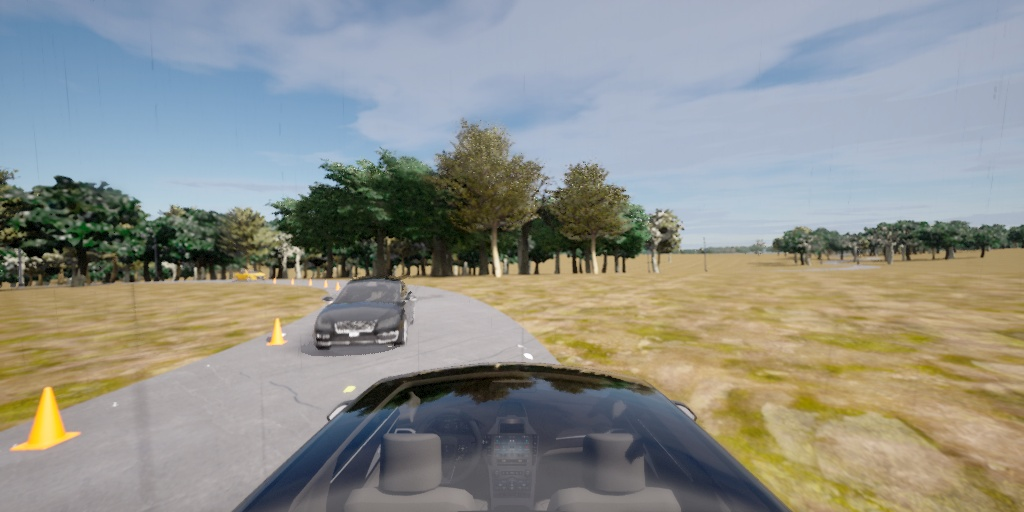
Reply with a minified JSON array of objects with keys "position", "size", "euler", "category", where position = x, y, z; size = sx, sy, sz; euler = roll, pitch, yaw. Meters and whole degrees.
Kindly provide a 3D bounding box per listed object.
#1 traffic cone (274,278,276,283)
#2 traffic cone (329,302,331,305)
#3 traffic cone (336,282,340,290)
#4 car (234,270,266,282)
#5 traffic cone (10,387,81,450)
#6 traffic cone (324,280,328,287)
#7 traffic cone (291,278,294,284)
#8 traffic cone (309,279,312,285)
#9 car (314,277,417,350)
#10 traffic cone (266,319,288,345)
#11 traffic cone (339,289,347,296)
[{"position":[-26.081,2.709,39.426],"size":[0.340,0.580,0.340],"euler":[0,0,38],"category":"traffic cone"},{"position":[-6.674,1.884,13.174],"size":[0.340,0.580,0.340],"euler":[0,0,-16],"category":"traffic cone"},{"position":[-12.608,2.162,25.960],"size":[0.340,0.580,0.340],"euler":[0,0,-34],"category":"traffic cone"},{"position":[-35.169,2.687,48.116],"size":[5.008,1.535,1.882],"euler":[-3,-1,26],"category":"car"},{"position":[-5.047,1.726,3.894],"size":[0.340,0.580,0.340],"euler":[0,0,-4],"category":"traffic cone"},{"position":[-15.438,2.276,29.733],"size":[0.340,0.580,0.340],"euler":[0,0,-40],"category":"traffic cone"},{"position":[-22.231,2.549,36.343],"size":[0.340,0.580,0.340],"euler":[0,0,39],"category":"traffic cone"},{"position":[-18.645,2.405,33.191],"size":[0.340,0.580,0.340],"euler":[0,0,44],"category":"traffic cone"},{"position":[-3.629,1.355,9.530],"size":[1.837,1.490,4.892],"euler":[1,-1,-12],"category":"car"},{"position":[-5.618,1.795,8.577],"size":[0.340,0.580,0.340],"euler":[0,0,-10],"category":"traffic cone"},{"position":[-8.203,1.973,17.635],"size":[0.340,0.580,0.340],"euler":[0,0,-22],"category":"traffic cone"}]
